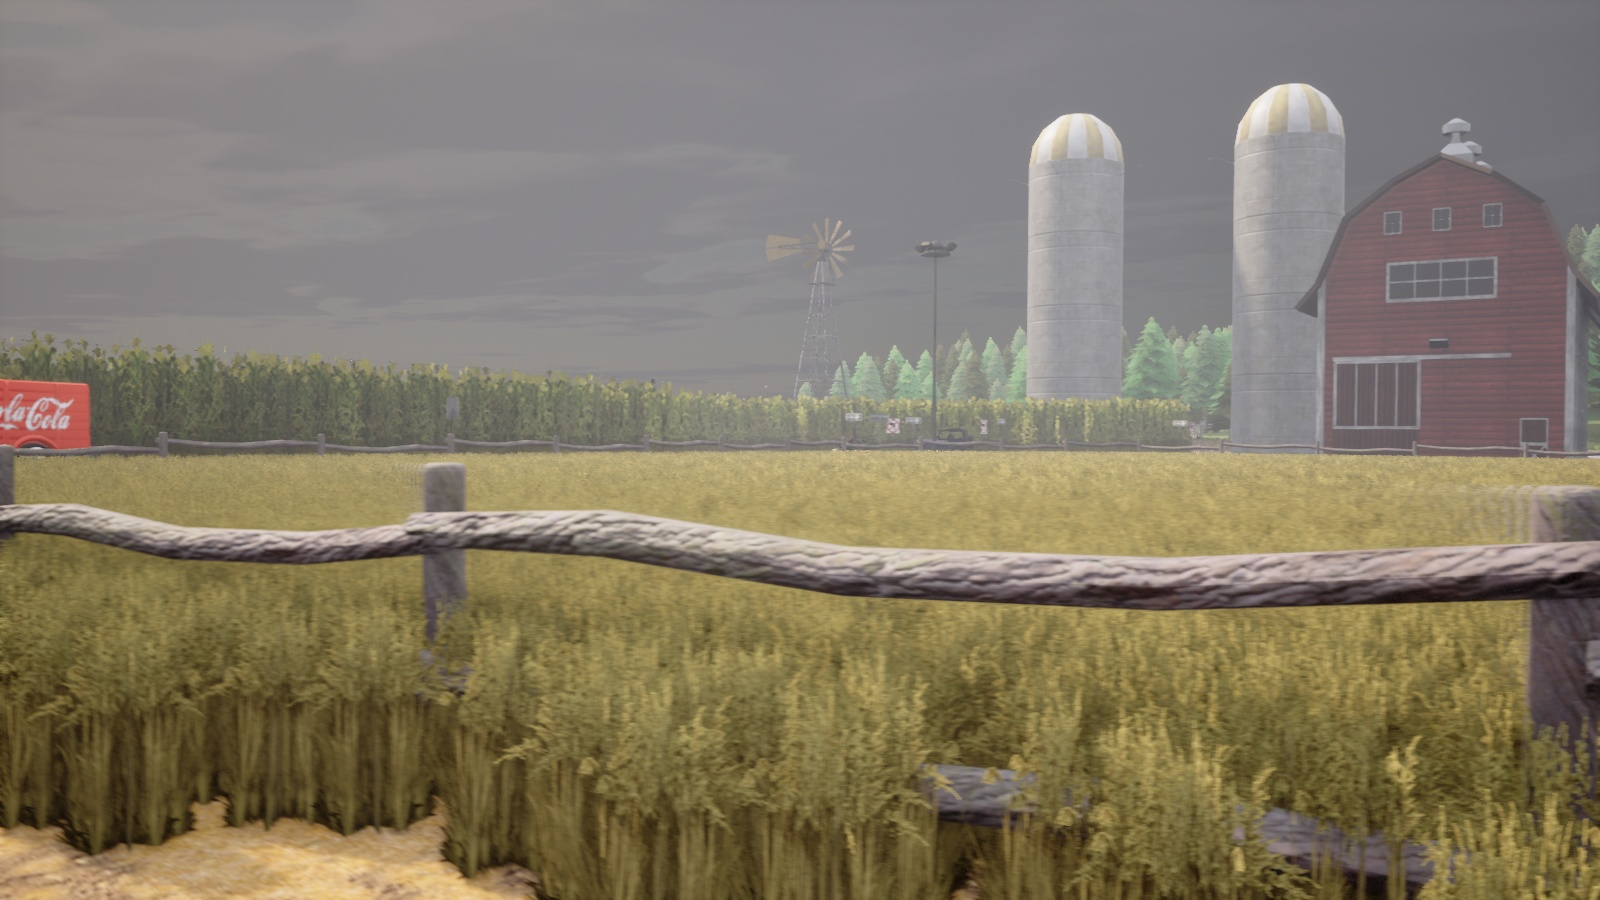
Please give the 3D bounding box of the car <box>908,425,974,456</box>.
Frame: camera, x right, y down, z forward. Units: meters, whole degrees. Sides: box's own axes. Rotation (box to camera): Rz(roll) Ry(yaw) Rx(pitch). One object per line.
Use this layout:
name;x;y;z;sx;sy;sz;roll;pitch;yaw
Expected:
car;8.828;-0.616;78.377;3.866;1.878;1.905;0;1;15

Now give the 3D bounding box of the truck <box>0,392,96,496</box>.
truck;-20.284;-0.141;30.219;2.627;2.467;5.204;0;0;34
